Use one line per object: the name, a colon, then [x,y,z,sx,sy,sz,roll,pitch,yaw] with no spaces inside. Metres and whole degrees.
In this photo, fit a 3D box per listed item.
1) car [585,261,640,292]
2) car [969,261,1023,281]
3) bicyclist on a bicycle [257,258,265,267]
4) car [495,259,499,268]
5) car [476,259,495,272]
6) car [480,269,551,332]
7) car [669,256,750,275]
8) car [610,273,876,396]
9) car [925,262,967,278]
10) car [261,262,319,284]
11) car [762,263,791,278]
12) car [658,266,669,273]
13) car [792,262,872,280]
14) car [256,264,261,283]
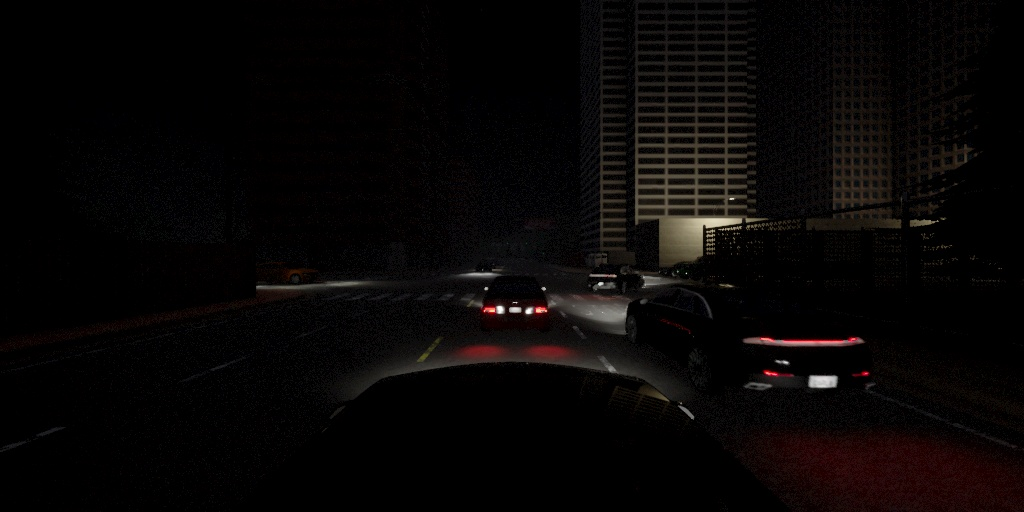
car: [5.982,1.235,20.409,2.128,1.511,4.902,-1,-1,36]
car: [41.016,1.194,29.219,4.892,1.490,1.837,-2,0,0]
bicyclist on a bicycle: [-26.482,0.995,37.788,0.582,1.620,1.656,0,0,10]
car: [-3.523,1.228,56.008,1.882,1.535,5.008,0,0,0]
car: [-3.517,1.351,45.523,1.895,1.301,4.718,0,0,0]
car: [0.090,1.297,10.824,2.033,1.411,5.357,0,0,0]
car: [16.274,0.917,29.212,5.566,2.045,2.150,0,0,0]
car: [3.607,1.241,6.581,2.128,1.511,4.902,0,0,0]
car: [40.807,1.195,32.719,4.892,1.490,1.837,-1,0,0]
car: [-16.461,1.172,25.545,5.008,1.535,1.882,0,0,1]
car: [25.434,1.172,32.718,5.008,1.535,1.882,0,0,0]
car: [15.892,1.199,32.713,4.892,1.490,1.837,0,0,0]
car: [26.261,1.172,29.219,5.008,1.535,1.882,0,0,0]
car: [-18.706,1.047,22.199,4.553,1.767,2.097,0,0,3]
